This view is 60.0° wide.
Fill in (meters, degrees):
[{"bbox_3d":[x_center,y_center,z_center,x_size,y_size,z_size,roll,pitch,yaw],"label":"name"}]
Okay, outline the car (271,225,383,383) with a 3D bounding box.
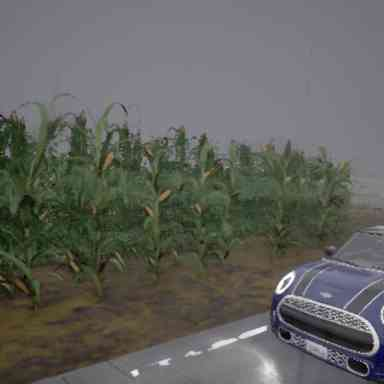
[{"bbox_3d":[3.400,1.365,5.408,4.553,1.767,2.097,0,0,-35],"label":"car"}]
